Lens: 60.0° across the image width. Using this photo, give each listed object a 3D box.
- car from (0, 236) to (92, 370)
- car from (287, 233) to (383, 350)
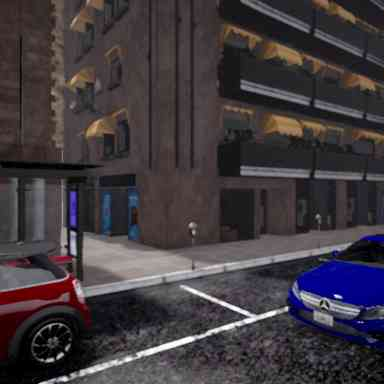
[{"bbox_3d":[-3.486,1.440,4.077,4.097,1.590,1.967,0,0,-35],"label":"car"},{"bbox_3d":[3.748,1.524,6.043,4.674,1.442,1.812,0,0,-35],"label":"car"}]
